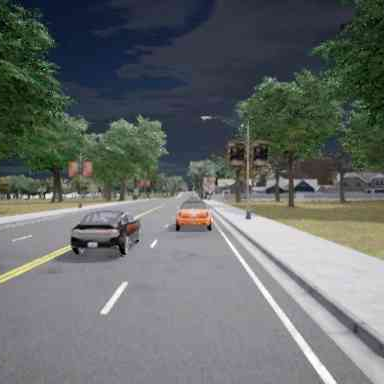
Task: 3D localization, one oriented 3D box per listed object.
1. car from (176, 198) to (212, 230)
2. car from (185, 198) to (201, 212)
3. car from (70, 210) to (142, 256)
[{"bbox_3d":[0.097,1.314,20.948,2.097,1.767,4.553,0,0,0],"label":"car"},{"bbox_3d":[0.097,1.466,39.350,1.837,1.490,4.892,0,0,0],"label":"car"},{"bbox_3d":[-3.151,1.463,12.988,2.128,1.511,4.902,0,0,0],"label":"car"}]
